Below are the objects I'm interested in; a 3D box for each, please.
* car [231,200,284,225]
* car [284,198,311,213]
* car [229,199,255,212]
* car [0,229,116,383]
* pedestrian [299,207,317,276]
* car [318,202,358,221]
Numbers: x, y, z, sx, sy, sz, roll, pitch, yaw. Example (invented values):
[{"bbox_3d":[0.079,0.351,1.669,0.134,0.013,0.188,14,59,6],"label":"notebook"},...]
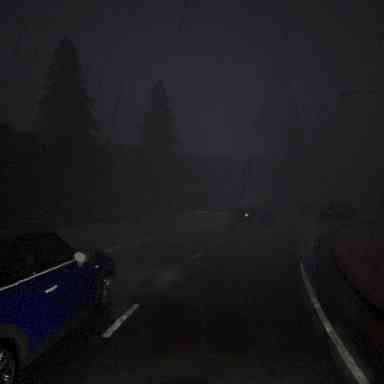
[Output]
[{"bbox_3d":[4.844,1.532,24.156,1.994,1.385,4.181,0,0,34],"label":"car"},{"bbox_3d":[10.811,1.445,35.758,4.902,1.511,2.128,0,0,-38],"label":"car"},{"bbox_3d":[6.015,1.479,36.205,4.674,1.442,1.812,0,0,-42],"label":"car"},{"bbox_3d":[-2.790,1.346,5.053,2.097,1.767,4.553,0,0,7],"label":"car"},{"bbox_3d":[3.110,1.282,8.817,0.375,1.860,0.375,0,0,15],"label":"pedestrian"},{"bbox_3d":[11.926,1.529,27.132,1.994,1.385,4.181,0,0,44],"label":"car"}]
